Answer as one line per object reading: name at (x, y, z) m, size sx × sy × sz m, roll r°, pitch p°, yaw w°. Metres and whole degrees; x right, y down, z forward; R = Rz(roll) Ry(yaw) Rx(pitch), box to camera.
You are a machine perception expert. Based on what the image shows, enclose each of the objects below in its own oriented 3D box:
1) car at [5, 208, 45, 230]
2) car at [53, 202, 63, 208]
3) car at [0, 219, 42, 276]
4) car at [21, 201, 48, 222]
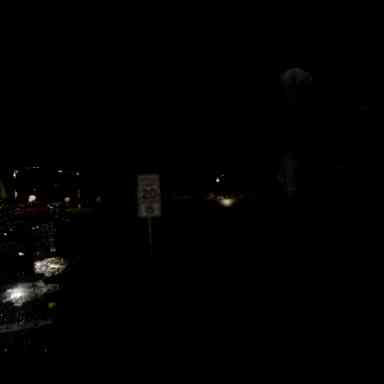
car at (-10.222, 1.989, 20.346) m, size 1.837 × 1.490 × 4.892 m, roll -3°, pitch 0°, yaw -23°
car at (-29.742, 2.811, 73.714) m, size 1.994 × 1.385 × 4.181 m, roll -3°, pitch 0°, yaw -23°
car at (-6.207, 1.858, 10.875) m, size 1.994 × 1.385 × 4.181 m, roll -3°, pitch 0°, yaw -23°
car at (-15.664, 1.954, 33.200) m, size 2.150 × 2.045 × 5.566 m, roll -3°, pitch 1°, yaw -23°
